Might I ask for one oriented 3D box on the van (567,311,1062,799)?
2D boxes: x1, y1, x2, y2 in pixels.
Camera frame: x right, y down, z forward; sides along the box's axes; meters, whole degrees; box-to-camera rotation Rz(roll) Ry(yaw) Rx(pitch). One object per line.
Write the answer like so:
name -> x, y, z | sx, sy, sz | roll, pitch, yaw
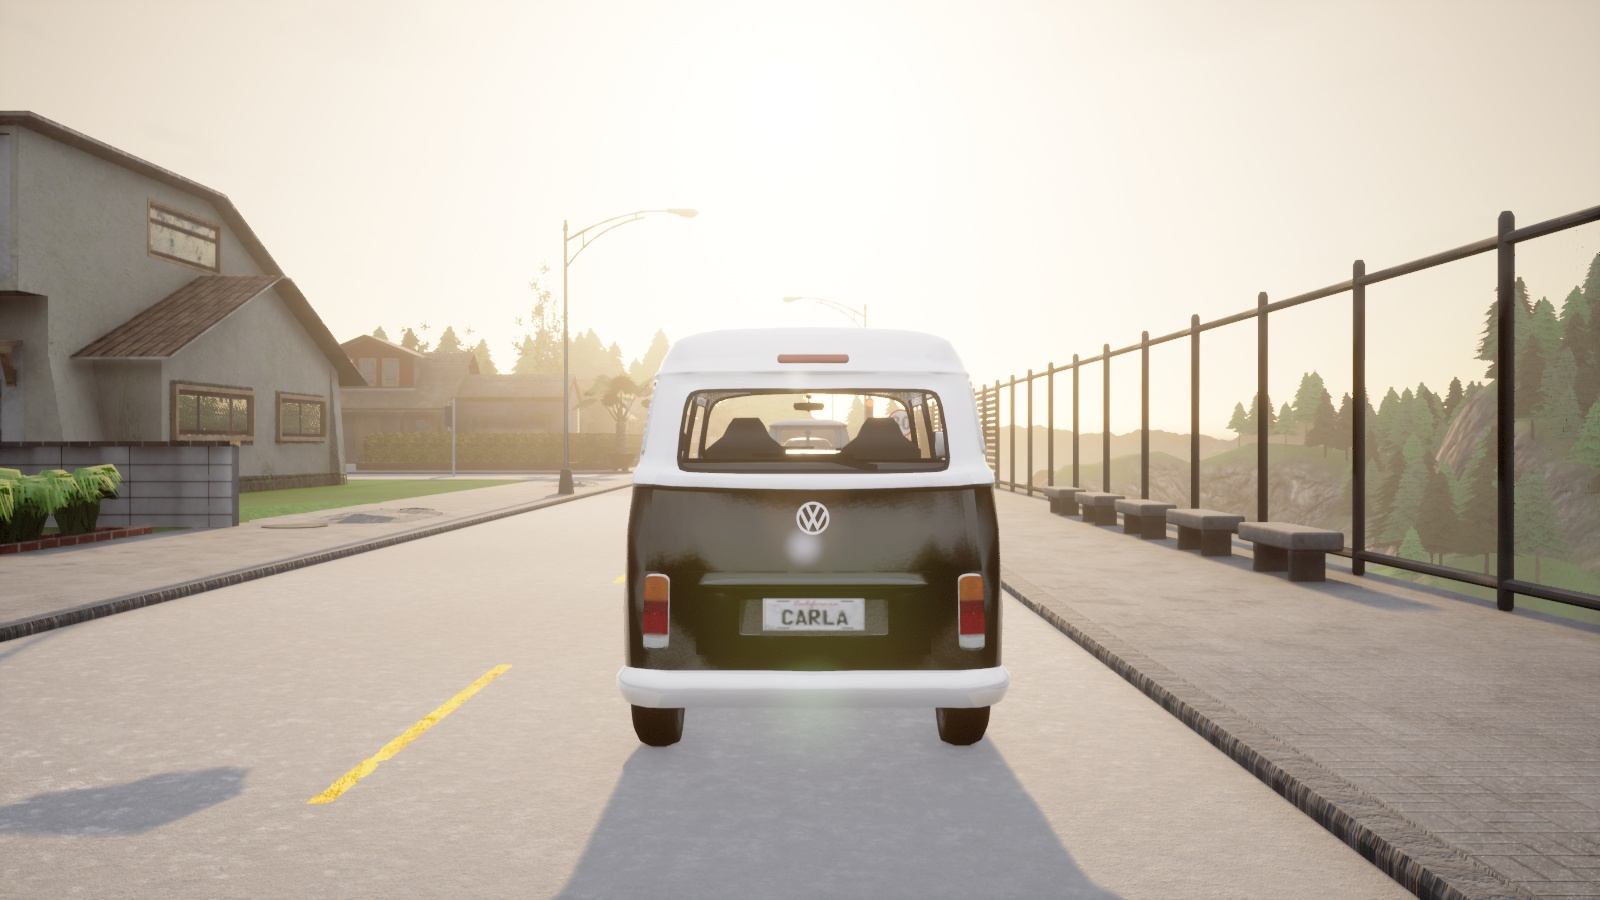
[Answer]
van -> 0.062, 0.428, 7.496 | 2.069, 2.038, 4.480 | 0, 0, 0
